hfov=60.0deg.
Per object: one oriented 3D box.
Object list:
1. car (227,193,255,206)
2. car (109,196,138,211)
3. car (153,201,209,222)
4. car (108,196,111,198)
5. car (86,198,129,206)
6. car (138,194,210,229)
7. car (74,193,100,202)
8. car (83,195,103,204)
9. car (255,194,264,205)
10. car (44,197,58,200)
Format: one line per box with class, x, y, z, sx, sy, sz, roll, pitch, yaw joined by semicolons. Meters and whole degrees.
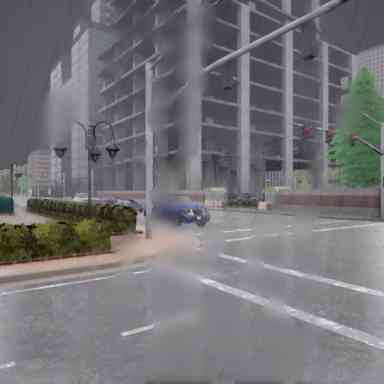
car;7.080;1.114;50.644;1.905;1.878;3.866;0;0;-36
car;-6.917;1.470;35.596;1.812;1.442;4.674;0;0;-36
car;-1.053;1.492;27.503;2.033;1.411;5.357;0;0;-36
car;-13.356;1.436;56.684;2.128;1.511;4.902;0;0;-36
car;-7.901;1.506;30.977;1.994;1.385;4.181;0;0;-36
car;-1.154;1.166;21.707;2.150;2.045;5.566;0;0;-35
car;-14.719;1.168;46.345;2.150;2.045;5.566;0;0;-36
car;-19.461;1.436;65.094;2.128;1.511;4.902;0;0;-36
car;9.469;1.114;52.359;1.905;1.878;3.866;0;0;-36
car;-20.946;1.470;49.025;1.812;1.442;4.674;0;0;-35
